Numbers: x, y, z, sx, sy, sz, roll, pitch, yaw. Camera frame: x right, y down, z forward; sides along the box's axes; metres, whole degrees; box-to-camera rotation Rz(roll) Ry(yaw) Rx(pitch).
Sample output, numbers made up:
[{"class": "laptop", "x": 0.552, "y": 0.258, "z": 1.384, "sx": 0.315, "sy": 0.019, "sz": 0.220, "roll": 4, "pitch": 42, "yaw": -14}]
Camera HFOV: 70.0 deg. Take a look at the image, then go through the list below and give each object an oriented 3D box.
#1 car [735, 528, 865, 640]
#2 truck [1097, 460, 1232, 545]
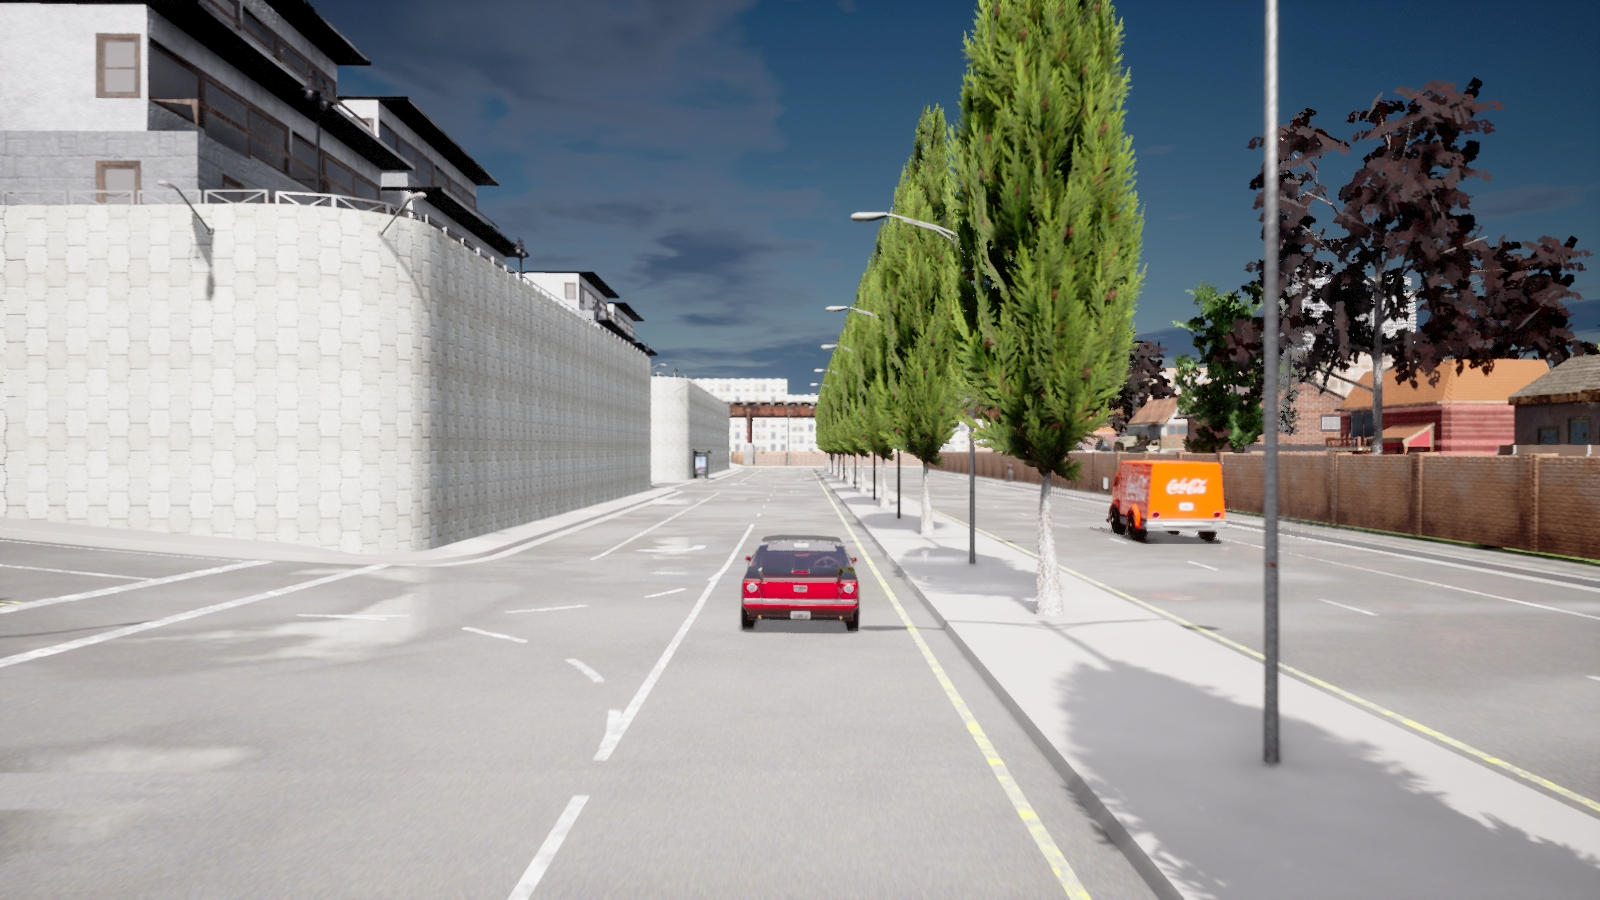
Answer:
[{"class": "car", "x": 0.014, "y": 2.134, "z": 19.195, "sx": 1.895, "sy": 1.301, "sz": 4.718, "roll": 1, "pitch": 0, "yaw": 0}, {"class": "truck", "x": 11.486, "y": 1.570, "z": 36.483, "sx": 2.627, "sy": 2.467, "sz": 5.204, "roll": 0, "pitch": 0, "yaw": 0}]
